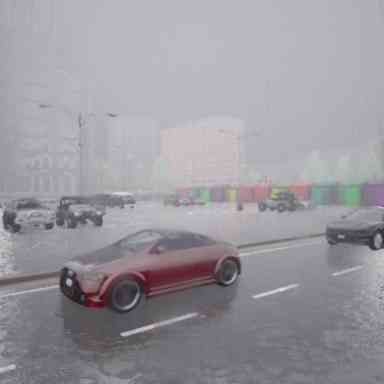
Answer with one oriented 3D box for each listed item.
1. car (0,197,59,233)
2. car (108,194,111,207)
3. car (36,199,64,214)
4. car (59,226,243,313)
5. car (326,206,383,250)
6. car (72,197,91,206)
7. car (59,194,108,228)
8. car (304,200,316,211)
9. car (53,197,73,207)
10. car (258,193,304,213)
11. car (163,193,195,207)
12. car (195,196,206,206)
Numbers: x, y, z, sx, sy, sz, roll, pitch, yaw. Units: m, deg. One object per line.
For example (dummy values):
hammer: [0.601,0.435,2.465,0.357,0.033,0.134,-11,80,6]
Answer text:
car: [-9.427,1.235,19.052,1.932,1.855,4.605,-1,0,-37]
car: [-15.701,1.246,55.222,1.932,1.855,4.605,-1,0,-37]
car: [-15.531,1.520,36.294,1.970,1.475,3.806,-1,0,-37]
car: [-0.808,1.563,7.716,4.181,1.385,1.994,-1,0,-37]
car: [7.580,1.366,13.858,5.008,1.535,1.882,-1,0,-36]
car: [-17.802,1.485,53.555,1.784,1.438,3.905,-1,0,-37]
car: [-7.093,1.207,20.764,1.905,1.878,3.866,-1,0,-37]
car: [10.798,1.209,34.442,1.970,1.475,3.806,-1,0,-37]
car: [-20.103,1.547,51.800,1.970,1.475,3.806,-1,0,-37]
car: [8.487,1.001,32.695,1.905,1.878,3.866,-1,0,-37]
car: [-2.154,1.100,46.613,1.932,1.855,4.605,-1,0,-37]
car: [0.190,1.280,48.319,1.784,1.438,3.905,-1,0,-37]
